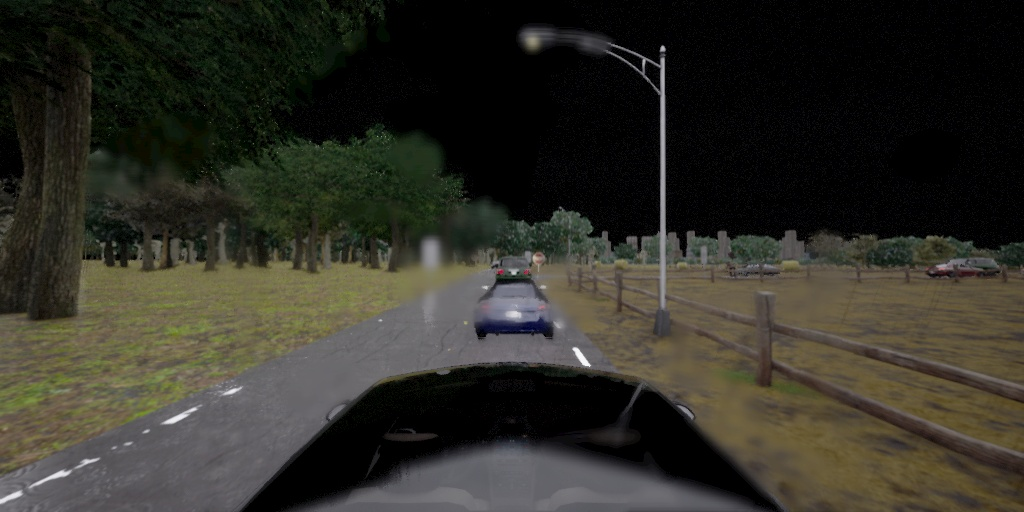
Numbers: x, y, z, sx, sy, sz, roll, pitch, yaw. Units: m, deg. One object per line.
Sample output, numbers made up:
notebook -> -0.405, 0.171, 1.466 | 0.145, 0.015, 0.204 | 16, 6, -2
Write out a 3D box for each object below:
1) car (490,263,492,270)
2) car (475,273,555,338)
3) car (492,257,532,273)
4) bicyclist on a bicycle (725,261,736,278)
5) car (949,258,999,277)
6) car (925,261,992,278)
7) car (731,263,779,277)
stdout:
car -> -2.787, 1.647, 64.326 | 1.837, 1.490, 4.892 | 0, 0, 1
car -> 0.092, 1.342, 10.263 | 1.994, 1.385, 4.181 | 0, 0, 1
car -> 0.102, 1.055, 22.762 | 2.150, 2.045, 5.566 | 0, 0, 0
bicyclist on a bicycle -> 19.914, 1.278, 32.724 | 0.582, 1.620, 1.656 | 0, 0, 0
car -> 48.787, 1.251, 38.689 | 5.566, 2.045, 2.150 | 0, -2, 0
car -> 44.235, 1.455, 35.867 | 4.674, 1.442, 1.812 | 0, -2, 0
car -> 26.118, 1.520, 38.717 | 4.674, 1.442, 1.812 | 0, -2, 0
